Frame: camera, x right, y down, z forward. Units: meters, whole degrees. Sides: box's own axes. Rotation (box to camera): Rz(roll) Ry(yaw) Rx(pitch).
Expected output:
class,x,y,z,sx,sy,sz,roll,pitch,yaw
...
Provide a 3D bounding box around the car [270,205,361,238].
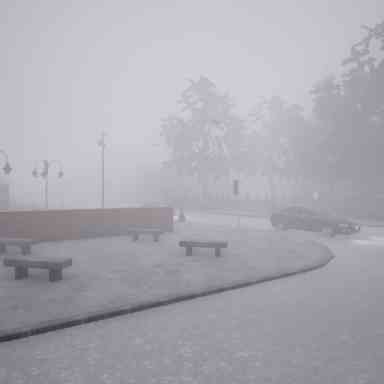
class,x,y,z,sx,sy,sz,roll,pitch,yaw
car,6.491,1.505,17.993,1.837,1.490,4.892,0,0,-37

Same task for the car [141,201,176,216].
class,x,y,z,sx,sy,sz,roll,pitch,yaw
car,-3.305,1.564,31.584,1.994,1.385,4.181,0,0,-35

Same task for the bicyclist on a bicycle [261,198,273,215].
class,x,y,z,sx,sy,sz,roll,pitch,yaw
bicyclist on a bicycle,7.079,1.349,31.453,1.656,1.620,0.582,0,0,-35
